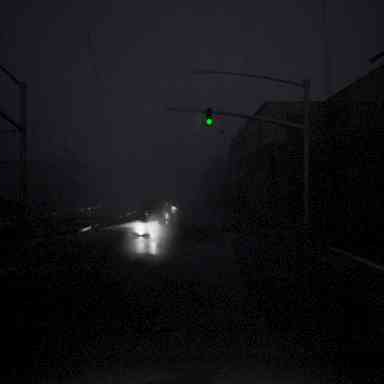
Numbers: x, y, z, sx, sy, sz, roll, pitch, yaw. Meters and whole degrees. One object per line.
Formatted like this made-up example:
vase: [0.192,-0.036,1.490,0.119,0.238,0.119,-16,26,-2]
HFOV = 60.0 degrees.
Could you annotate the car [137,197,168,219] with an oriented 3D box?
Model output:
car: [-3.571,1.491,28.823,2.128,1.511,4.902,0,0,0]

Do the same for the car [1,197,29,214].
car: [-18.897,1.490,33.674,2.007,1.523,4.514,0,0,0]

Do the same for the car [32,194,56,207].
car: [-22.592,1.268,51.545,1.905,1.878,3.866,0,0,0]

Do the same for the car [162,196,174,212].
car: [-3.563,1.352,38.677,2.097,1.767,4.553,0,0,0]

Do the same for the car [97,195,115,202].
car: [-22.122,1.671,85.547,4.611,1.667,2.242,0,0,0]

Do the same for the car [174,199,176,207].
car: [-3.502,1.600,51.227,1.895,1.301,4.718,0,0,1]

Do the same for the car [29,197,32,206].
car: [-25.918,1.552,52.149,1.970,1.475,3.806,0,0,0]
